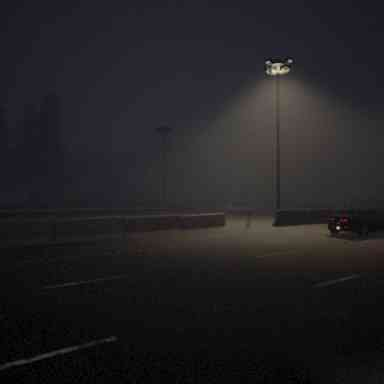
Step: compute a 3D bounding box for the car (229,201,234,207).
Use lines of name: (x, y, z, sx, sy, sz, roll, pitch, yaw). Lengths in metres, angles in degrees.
car: (10.258, 2.873, 80.766, 2.128, 1.511, 4.902, 0, -2, -5)

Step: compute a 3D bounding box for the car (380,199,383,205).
car: (32.288, 2.323, 52.743, 4.181, 1.385, 1.994, 3, -1, -35)

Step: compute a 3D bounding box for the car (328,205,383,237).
car: (9.878, 1.716, 19.389, 4.892, 1.490, 1.837, 1, 0, -35)

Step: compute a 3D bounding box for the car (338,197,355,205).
car: (27.978, 1.966, 58.244, 5.566, 2.045, 2.150, 2, -1, -35)

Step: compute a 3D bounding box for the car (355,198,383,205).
car: (30.139, 1.974, 55.494, 5.566, 2.045, 2.150, 2, -1, -35)

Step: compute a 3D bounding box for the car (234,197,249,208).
car: (9.848, 1.965, 64.097, 2.150, 2.045, 5.566, 0, -1, 11)
